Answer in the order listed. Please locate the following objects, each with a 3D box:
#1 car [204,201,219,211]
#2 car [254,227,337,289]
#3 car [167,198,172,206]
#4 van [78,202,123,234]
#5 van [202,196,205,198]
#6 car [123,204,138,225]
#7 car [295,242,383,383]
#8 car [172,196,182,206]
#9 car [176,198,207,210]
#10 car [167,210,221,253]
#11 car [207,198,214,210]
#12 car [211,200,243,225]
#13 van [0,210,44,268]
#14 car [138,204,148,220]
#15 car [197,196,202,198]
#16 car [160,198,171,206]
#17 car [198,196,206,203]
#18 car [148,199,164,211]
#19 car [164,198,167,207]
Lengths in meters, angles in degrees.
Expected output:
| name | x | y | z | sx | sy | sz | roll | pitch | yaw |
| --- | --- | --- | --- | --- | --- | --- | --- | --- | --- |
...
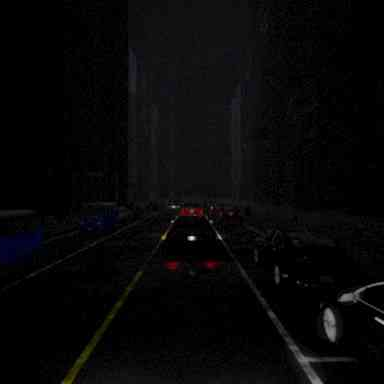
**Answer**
| name | x | y | z | sx | sy | sz | roll | pitch | yaw |
| --- | --- | --- | --- | --- | --- | --- | --- | --- | --- |
| car | 2.831 | 2.003 | 48.798 | 1.887 | 1.381 | 4.507 | 0 | -1 | 0 |
| car | 2.848 | 1.637 | 9.261 | 2.008 | 1.369 | 4.403 | 0 | -1 | 0 |
| car | -5.702 | 2.170 | 65.736 | 2.008 | 1.369 | 4.403 | 0 | -1 | 0 |
| van | -5.683 | 1.532 | 20.550 | 1.690 | 1.788 | 3.998 | 0 | -1 | 0 |
| van | 2.827 | 1.853 | 54.449 | 1.690 | 1.788 | 3.998 | 0 | -1 | 0 |
| car | -5.684 | 1.768 | 26.026 | 1.752 | 1.417 | 4.829 | 0 | -1 | 0 |
| car | 2.851 | 1.585 | 3.612 | 2.008 | 1.369 | 4.403 | 0 | -1 | 0 |
| car | -3.032 | 1.893 | 70.951 | 2.150 | 2.045 | 5.566 | 0 | -1 | 0 |
| car | -0.011 | 1.622 | 29.073 | 2.097 | 1.767 | 4.553 | 0 | -1 | 0 |
| car | -0.004 | 1.698 | 14.306 | 1.994 | 1.385 | 4.181 | 0 | 0 | 0 |
| car | 2.835 | 1.791 | 37.503 | 1.967 | 1.590 | 4.097 | 0 | -1 | 0 |
| car | 2.840 | 1.684 | 26.207 | 1.967 | 1.590 | 4.097 | 0 | -1 | 0 |
| van | -5.678 | 1.428 | 9.252 | 1.690 | 1.788 | 3.998 | 0 | -1 | 0 |
| car | -5.687 | 1.863 | 31.845 | 1.947 | 1.339 | 4.313 | 0 | -1 | 0 |
| car | 2.315 | 2.208 | 79.457 | 1.801 | 1.575 | 5.366 | 0 | -1 | 0 |
| car | -5.705 | 2.114 | 71.386 | 1.967 | 1.590 | 4.097 | 0 | -1 | 0 |
| car | 2.809 | 2.206 | 93.987 | 2.192 | 1.841 | 5.009 | 0 | -1 | 0 |
| car | -5.694 | 2.024 | 48.790 | 1.947 | 1.339 | 4.313 | 0 | -1 | 0 |
| car | -5.697 | 2.056 | 54.439 | 1.887 | 1.381 | 4.507 | 0 | -1 | 0 |
